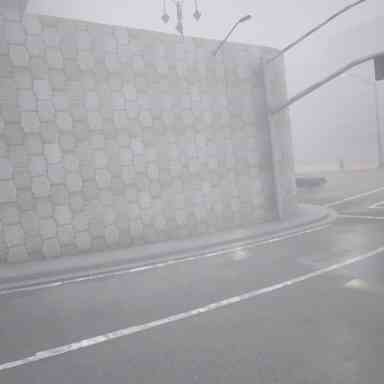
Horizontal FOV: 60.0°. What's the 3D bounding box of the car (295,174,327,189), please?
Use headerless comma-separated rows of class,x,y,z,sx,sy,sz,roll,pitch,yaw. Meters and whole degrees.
car,10.018,-1.006,30.899,1.895,1.301,4.718,-11,6,-35

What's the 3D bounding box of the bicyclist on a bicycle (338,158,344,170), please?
bicyclist on a bicycle,20.055,-3.807,44.843,1.656,1.620,0.582,-11,6,-35
